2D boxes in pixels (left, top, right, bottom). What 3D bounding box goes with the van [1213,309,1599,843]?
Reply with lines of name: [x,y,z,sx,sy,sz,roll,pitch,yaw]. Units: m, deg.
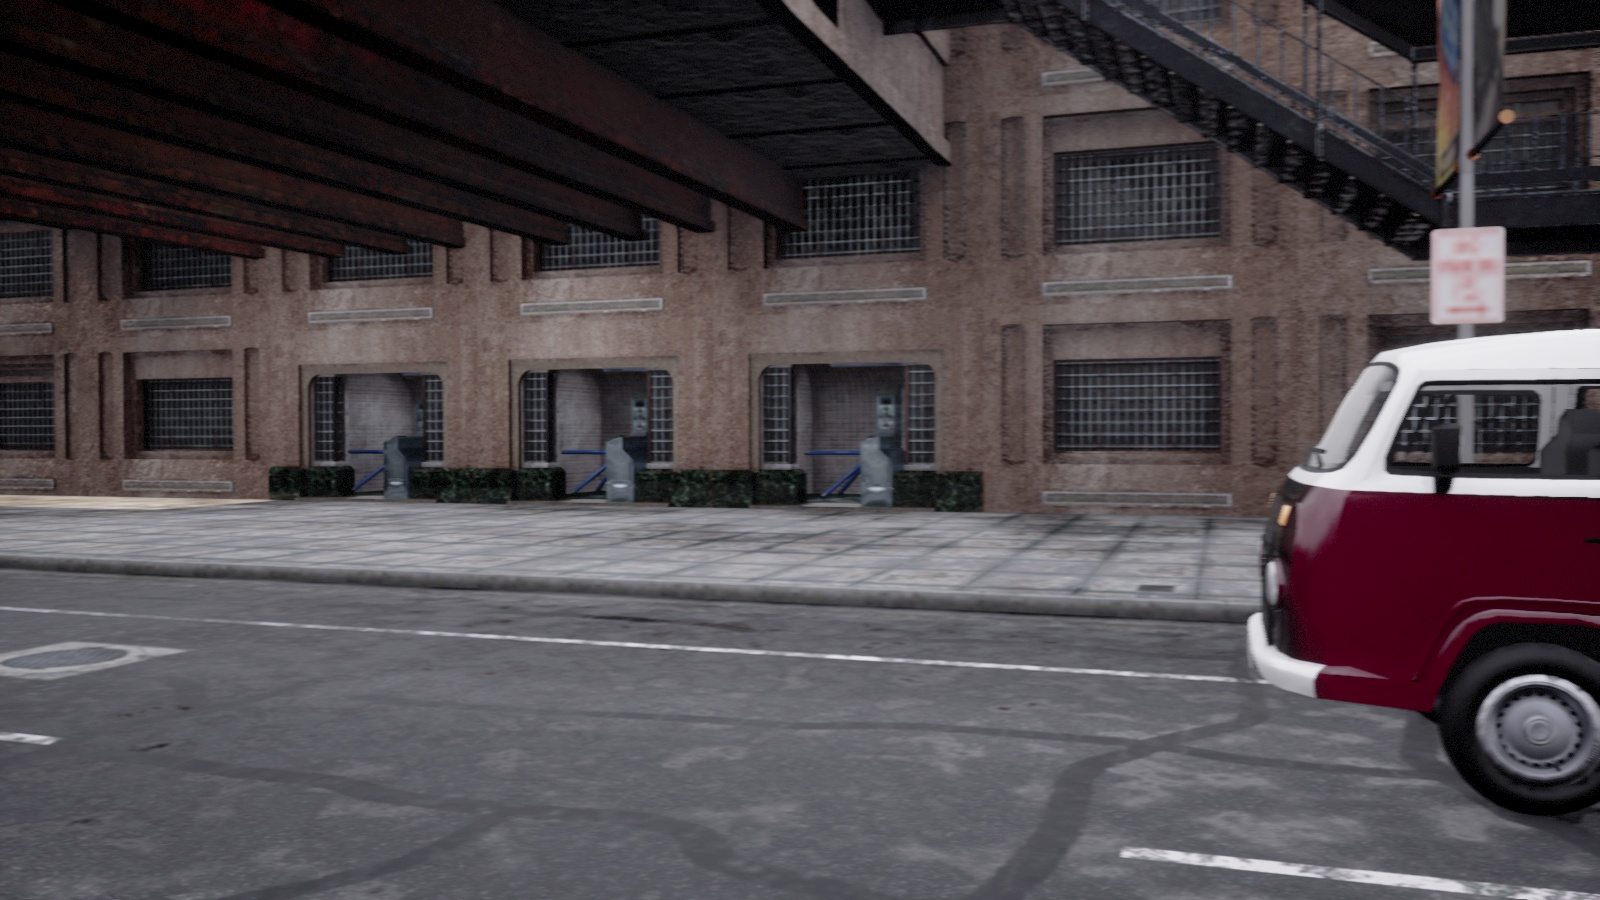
van: [4.186,0.480,5.499,4.480,2.038,2.069,1,1,18]
